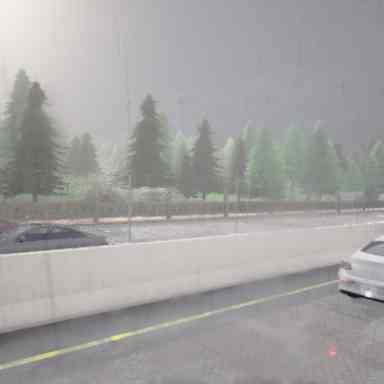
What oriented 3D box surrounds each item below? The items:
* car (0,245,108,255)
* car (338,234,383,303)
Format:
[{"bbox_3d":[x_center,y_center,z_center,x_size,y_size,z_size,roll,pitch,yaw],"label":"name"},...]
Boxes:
[{"bbox_3d":[-4.480,1.582,9.395,4.181,1.385,1.994,1,0,-35],"label":"car"},{"bbox_3d":[5.085,1.618,7.372,4.674,1.442,1.812,1,0,-35],"label":"car"}]
